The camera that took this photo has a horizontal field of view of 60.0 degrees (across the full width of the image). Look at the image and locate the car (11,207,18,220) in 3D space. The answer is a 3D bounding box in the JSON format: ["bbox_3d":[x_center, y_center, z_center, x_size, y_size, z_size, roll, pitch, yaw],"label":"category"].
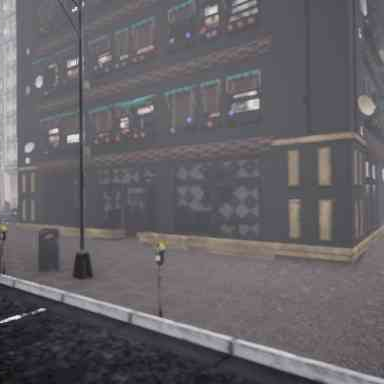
[{"bbox_3d":[-11.724,1.523,25.940,1.947,1.339,4.313,0,1,35],"label":"car"}]
